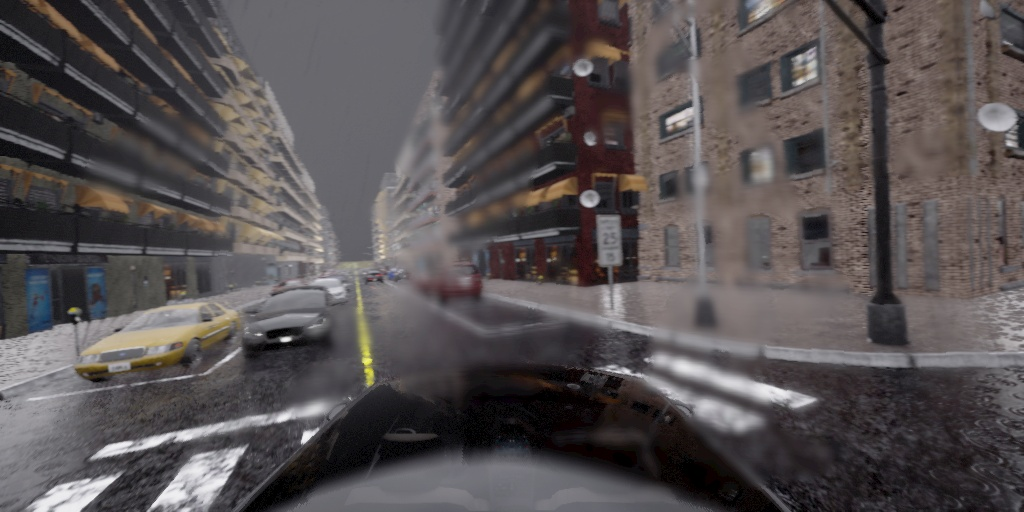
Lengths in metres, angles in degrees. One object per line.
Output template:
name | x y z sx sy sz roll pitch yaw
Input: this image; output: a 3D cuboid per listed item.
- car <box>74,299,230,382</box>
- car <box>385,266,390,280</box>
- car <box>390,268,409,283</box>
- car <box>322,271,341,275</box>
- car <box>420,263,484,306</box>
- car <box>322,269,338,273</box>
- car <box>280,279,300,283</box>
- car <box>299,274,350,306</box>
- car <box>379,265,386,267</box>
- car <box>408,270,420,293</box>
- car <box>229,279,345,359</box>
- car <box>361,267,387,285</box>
car | -8.137 1.788 8.794 1.751 1.417 4.829 0 0 -24
car | -14.891 2.266 46.219 1.882 1.535 5.008 -3 0 -24
car | -12.081 2.126 39.808 1.812 1.442 4.674 -3 0 -24
car | -14.064 2.226 28.766 2.033 1.411 5.357 -3 0 -24
car | -2.859 1.295 17.542 2.192 1.841 5.009 0 0 -24
car | -28.590 3.171 55.659 1.888 1.381 4.507 0 0 -24
car | -15.000 2.266 24.520 1.888 1.381 4.507 0 0 -24
car | -9.878 1.924 19.170 1.812 1.442 4.674 -3 0 -24
car | -20.978 2.505 59.058 2.192 1.841 5.009 0 0 -24
car | -5.123 1.678 22.731 1.888 1.381 4.507 0 0 -24
car | -5.893 1.634 10.019 1.837 1.490 4.892 -3 0 -24
car | -15.140 2.282 39.203 1.837 1.490 4.892 -3 -1 -24
